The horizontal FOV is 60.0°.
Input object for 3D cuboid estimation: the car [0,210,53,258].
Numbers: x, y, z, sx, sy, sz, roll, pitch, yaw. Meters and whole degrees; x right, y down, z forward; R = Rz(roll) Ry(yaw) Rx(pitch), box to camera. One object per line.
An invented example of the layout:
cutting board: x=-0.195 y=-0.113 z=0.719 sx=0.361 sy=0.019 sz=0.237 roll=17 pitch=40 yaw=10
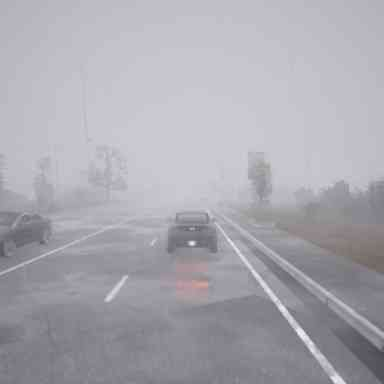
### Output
car: x=-7.071 y=1.486 z=12.798 sx=2.128 sy=1.511 sz=4.902 roll=0 pitch=0 yaw=1

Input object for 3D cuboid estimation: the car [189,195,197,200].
car: x=0.339 y=1.580 z=95.209 sx=1.895 sy=1.301 sz=4.718 roll=0 pitch=0 yaw=7

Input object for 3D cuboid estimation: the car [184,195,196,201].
car: x=-0.802 y=1.688 z=84.916 sx=1.895 sy=1.301 sz=4.718 roll=0 pitch=0 yaw=6

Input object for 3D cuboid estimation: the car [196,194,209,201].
car: x=2.724 y=1.629 z=84.991 sx=1.812 sy=1.442 sz=4.674 roll=0 pitch=0 yaw=6

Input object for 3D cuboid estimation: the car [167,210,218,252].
car: x=0.008 y=1.525 z=13.917 sx=1.837 sy=1.490 sz=4.892 roll=0 pitch=0 yaw=0
